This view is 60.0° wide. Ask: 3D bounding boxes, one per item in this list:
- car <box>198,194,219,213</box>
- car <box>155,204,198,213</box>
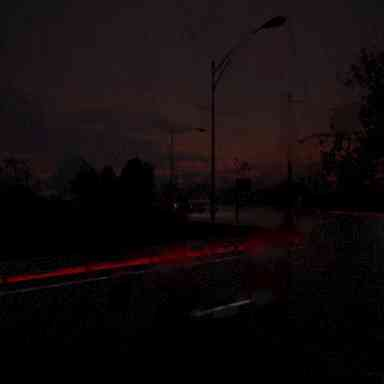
[{"bbox_3d":[0.553,1.195,36.692,2.150,2.045,5.566,0,0,-39],"label":"car"},{"bbox_3d":[-1.920,1.331,34.185,2.097,1.767,4.553,0,0,-39],"label":"car"}]
